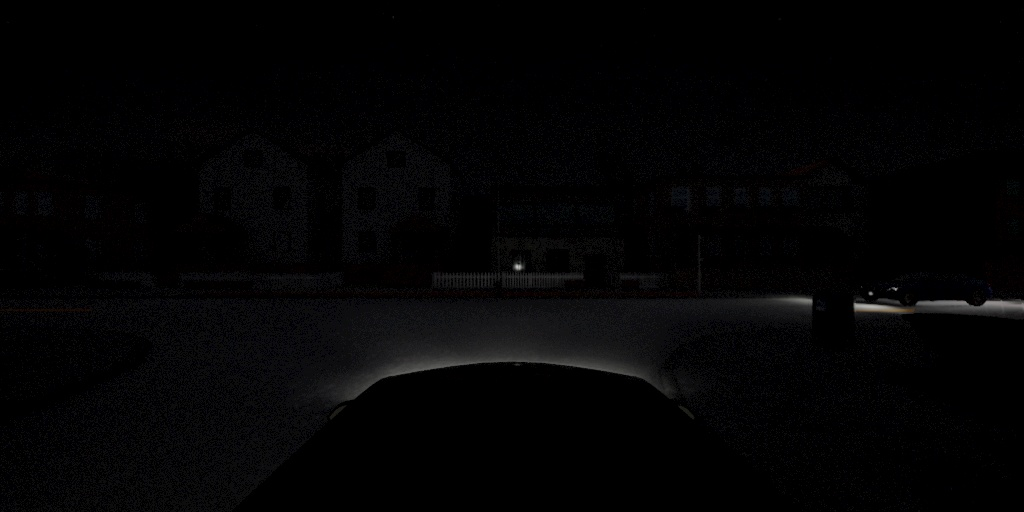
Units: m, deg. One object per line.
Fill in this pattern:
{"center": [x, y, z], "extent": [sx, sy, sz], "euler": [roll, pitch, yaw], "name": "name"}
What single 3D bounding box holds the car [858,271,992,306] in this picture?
{"center": [18.190, 1.377, 15.858], "extent": [4.674, 1.442, 1.812], "euler": [0, 0, 0], "name": "car"}
